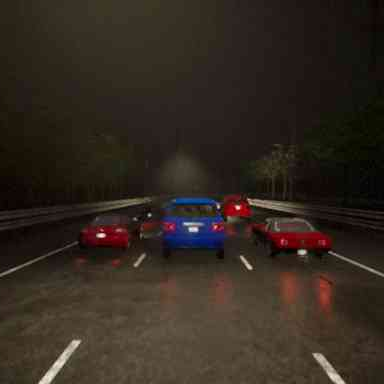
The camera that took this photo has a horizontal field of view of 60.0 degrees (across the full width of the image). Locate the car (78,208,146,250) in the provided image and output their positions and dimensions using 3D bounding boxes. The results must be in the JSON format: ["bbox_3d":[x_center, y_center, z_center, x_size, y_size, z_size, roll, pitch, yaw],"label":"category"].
[{"bbox_3d":[-3.429,1.621,14.587,1.994,1.385,4.181,0,0,0],"label":"car"}]

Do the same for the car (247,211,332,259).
[{"bbox_3d":[3.562,1.653,12.893,1.895,1.301,4.718,0,0,0],"label":"car"}]

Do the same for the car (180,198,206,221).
[{"bbox_3d":[0.067,1.450,29.001,2.097,1.767,4.553,0,0,0],"label":"car"}]

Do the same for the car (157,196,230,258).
[{"bbox_3d":[0.064,1.275,13.184,2.150,2.045,5.566,0,0,0],"label":"car"}]

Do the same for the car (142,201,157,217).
[{"bbox_3d":[-3.429,1.607,29.482,1.837,1.490,4.892,0,0,0],"label":"car"}]

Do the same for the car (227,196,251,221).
[{"bbox_3d":[3.563,1.321,28.215,2.150,2.045,5.566,0,0,0],"label":"car"}]
